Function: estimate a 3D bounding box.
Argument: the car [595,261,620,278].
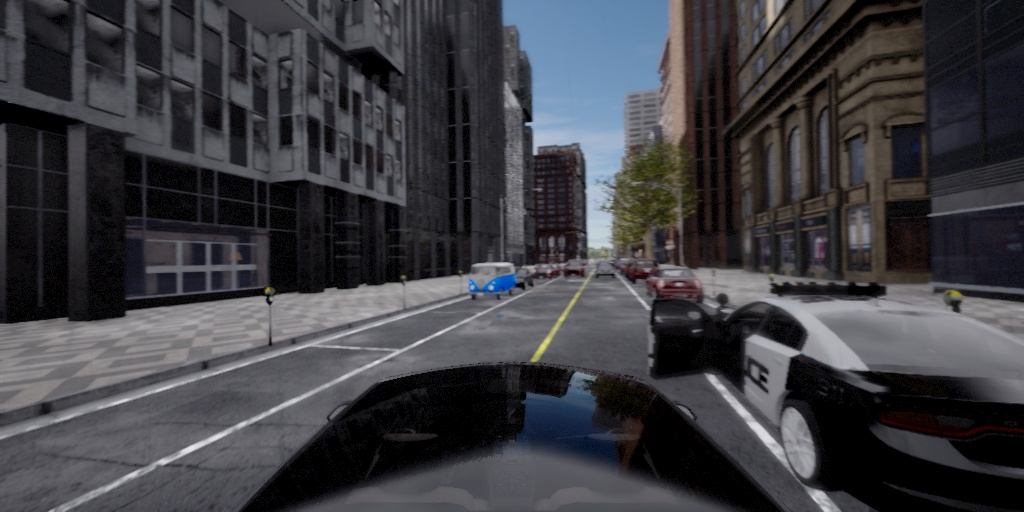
[{"bbox_3d":[9.262,1.460,35.657,2.033,1.411,5.357,-1,-1,14],"label":"car"}]

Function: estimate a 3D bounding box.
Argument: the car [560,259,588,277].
[{"bbox_3d":[6.751,1.332,38.536,2.097,1.767,4.553,-1,-1,15],"label":"car"}]

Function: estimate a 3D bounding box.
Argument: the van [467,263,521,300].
[{"bbox_3d":[-0.949,1.247,18.578,1.690,1.789,3.998,0,0,14],"label":"van"}]

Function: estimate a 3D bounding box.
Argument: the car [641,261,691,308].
[{"bbox_3d":[7.315,1.197,16.488,1.967,1.591,4.097,0,0,14],"label":"car"}]

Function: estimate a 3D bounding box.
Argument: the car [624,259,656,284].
[{"bbox_3d":[10.061,1.133,27.427,2.192,1.841,5.009,0,0,14],"label":"car"}]

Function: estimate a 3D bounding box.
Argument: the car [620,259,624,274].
[{"bbox_3d":[11.434,1.166,32.896,2.192,1.841,5.009,0,0,14],"label":"car"}]

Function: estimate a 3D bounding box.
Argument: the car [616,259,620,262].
[{"bbox_3d":[14.182,1.359,43.835,1.967,1.591,4.097,0,0,14],"label":"car"}]

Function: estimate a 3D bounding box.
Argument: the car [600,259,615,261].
[{"bbox_3d":[11.799,1.330,46.101,2.097,1.767,4.553,-1,-1,14],"label":"car"}]

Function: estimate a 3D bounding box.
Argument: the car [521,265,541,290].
[{"bbox_3d":[0.424,1.500,24.047,1.948,1.339,4.313,0,0,14],"label":"car"}]

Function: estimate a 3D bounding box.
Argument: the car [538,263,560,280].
[{"bbox_3d":[3.170,1.440,34.985,1.967,1.591,4.097,0,0,14],"label":"car"}]

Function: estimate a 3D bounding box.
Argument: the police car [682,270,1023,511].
[{"bbox_3d":[3.760,1.136,4.407,1.930,1.638,5.238,-1,0,14],"label":"police car"}]
